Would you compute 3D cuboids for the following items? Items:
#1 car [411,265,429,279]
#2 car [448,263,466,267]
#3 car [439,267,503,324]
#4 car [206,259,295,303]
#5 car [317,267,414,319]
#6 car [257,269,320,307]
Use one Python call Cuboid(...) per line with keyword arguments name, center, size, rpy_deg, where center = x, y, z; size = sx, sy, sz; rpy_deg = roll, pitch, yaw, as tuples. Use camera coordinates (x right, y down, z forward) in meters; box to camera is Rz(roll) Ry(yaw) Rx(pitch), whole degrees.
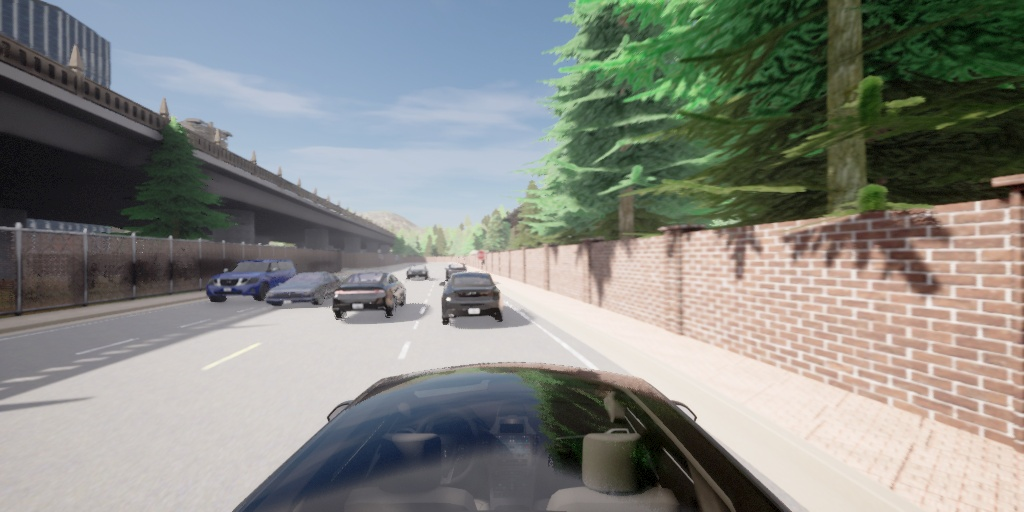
Cuboid(name="car", center=(-8.957, 1.558, 34.462), size=(1.895, 1.301, 4.718), rpy_deg=(-1, 0, -11))
Cuboid(name="car", center=(-4.821, 1.388, 31.330), size=(2.128, 1.511, 4.902), rpy_deg=(-1, 0, -10))
Cuboid(name="car", center=(-1.431, 1.304, 12.394), size=(1.837, 1.490, 4.892), rpy_deg=(-1, 0, -9))
Cuboid(name="car", center=(-13.290, 1.186, 18.855), size=(2.150, 2.045, 5.566), rpy_deg=(-1, 0, -10))
Cuboid(name="car", center=(-5.133, 1.339, 13.387), size=(2.128, 1.511, 4.902), rpy_deg=(-1, 0, -10))
Cuboid(name="car", center=(-9.384, 1.459, 16.880), size=(2.033, 1.411, 5.357), rpy_deg=(-1, 0, -10))
